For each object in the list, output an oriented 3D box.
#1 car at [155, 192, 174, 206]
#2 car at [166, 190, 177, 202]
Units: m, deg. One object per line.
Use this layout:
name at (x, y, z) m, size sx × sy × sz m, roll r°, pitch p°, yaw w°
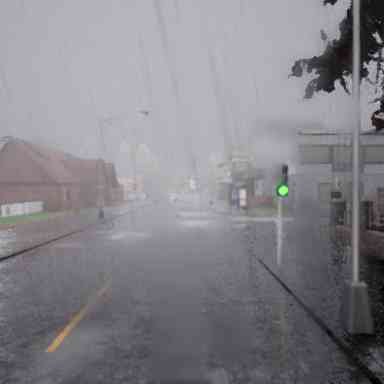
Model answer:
car at (-4.079, 1.131, 46.426) m, size 2.128 × 1.511 × 4.902 m, roll 0°, pitch 0°, yaw 0°
car at (-4.027, 0.713, 62.855) m, size 2.150 × 2.045 × 5.566 m, roll 0°, pitch 0°, yaw 1°
